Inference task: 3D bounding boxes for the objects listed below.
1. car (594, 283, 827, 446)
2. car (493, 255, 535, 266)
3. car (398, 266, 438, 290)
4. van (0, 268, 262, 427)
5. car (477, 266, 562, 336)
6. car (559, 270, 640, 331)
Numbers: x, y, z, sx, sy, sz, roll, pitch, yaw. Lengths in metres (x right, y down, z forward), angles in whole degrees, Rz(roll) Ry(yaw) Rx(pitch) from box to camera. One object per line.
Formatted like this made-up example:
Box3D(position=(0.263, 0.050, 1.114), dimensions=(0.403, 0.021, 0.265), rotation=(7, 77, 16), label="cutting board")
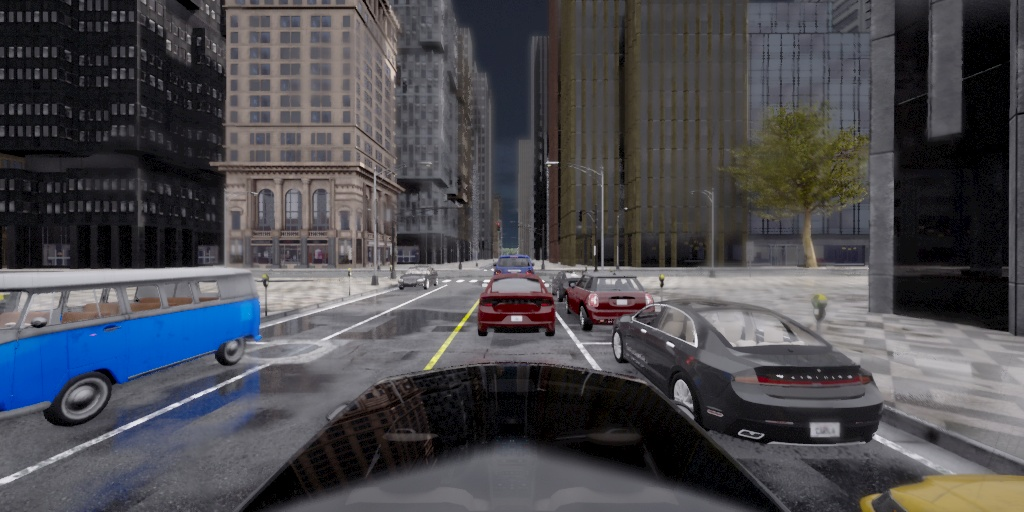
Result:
Box3D(position=(2.770, 1.300, 5.347), dimensions=(2.007, 1.370, 4.403), rotation=(0, 0, 0), label="car")
Box3D(position=(0.110, 0.967, 20.259), dimensions=(2.150, 2.045, 5.566), rotation=(0, 0, 0), label="car")
Box3D(position=(-5.724, 1.295, 22.285), dimensions=(2.007, 1.370, 4.403), rotation=(0, 0, 0), label="car")
Box3D(position=(-5.755, 1.090, 5.362), dimensions=(1.690, 1.789, 3.998), rotation=(0, 0, 0), label="van")
Box3D(position=(0.109, 1.226, 10.375), dimensions=(1.882, 1.535, 5.008), rotation=(0, 0, 0), label="car")
Box3D(position=(2.781, 1.188, 10.989), dimensions=(1.967, 1.591, 4.097), rotation=(0, 0, 0), label="car")
